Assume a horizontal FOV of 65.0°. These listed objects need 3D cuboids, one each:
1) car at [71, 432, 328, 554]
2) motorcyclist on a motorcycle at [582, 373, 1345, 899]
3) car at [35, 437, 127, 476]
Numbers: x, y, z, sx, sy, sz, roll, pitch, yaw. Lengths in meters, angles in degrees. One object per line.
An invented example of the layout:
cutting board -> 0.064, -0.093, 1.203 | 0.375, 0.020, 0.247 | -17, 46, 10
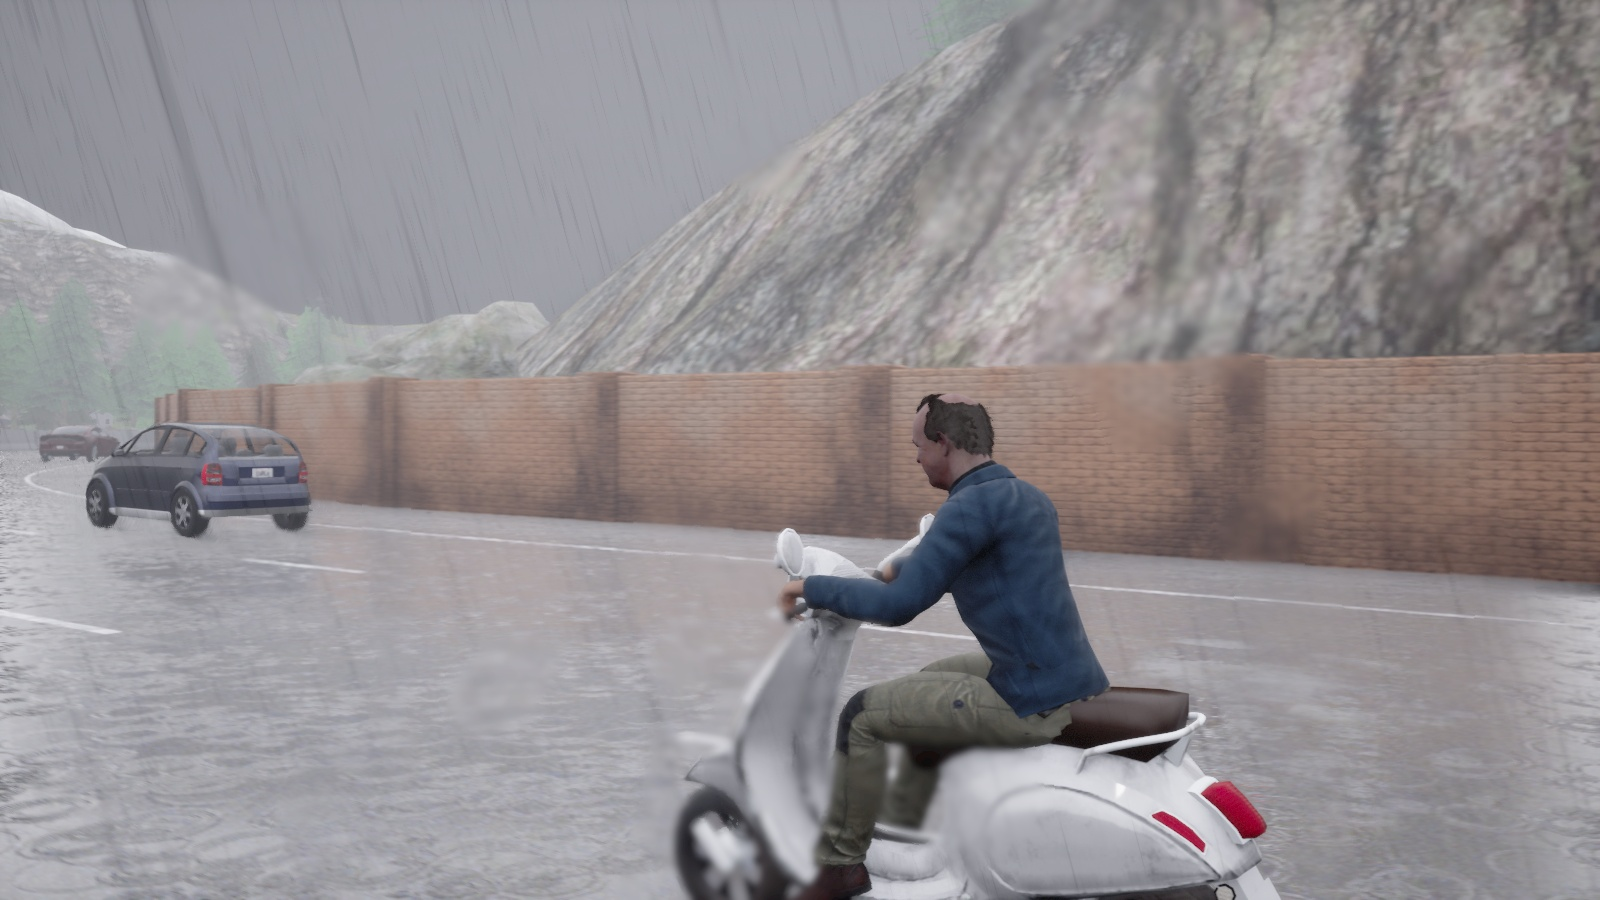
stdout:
car -> -8.653, 0.540, 18.009 | 3.705, 1.549, 1.789 | 0, 1, 37
motorcyclist on a motorcycle -> 0.398, 0.635, 3.359 | 1.817, 1.590, 0.866 | 0, 1, 34
car -> -30.238, 0.253, 52.974 | 1.882, 1.535, 5.008 | -1, 1, -12
